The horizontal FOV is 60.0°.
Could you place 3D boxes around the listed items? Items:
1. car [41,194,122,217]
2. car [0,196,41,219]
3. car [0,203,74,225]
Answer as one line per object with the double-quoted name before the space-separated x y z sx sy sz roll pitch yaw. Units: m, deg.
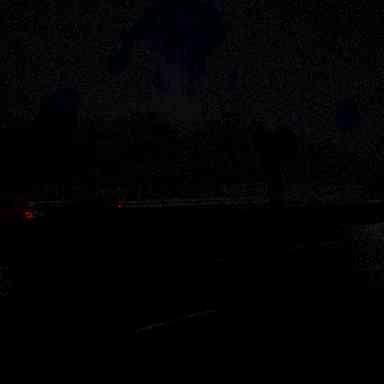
"car" -7.857 1.204 24.047 5.566 2.045 2.150 0 0 -35
"car" -9.804 1.210 14.192 5.566 2.045 2.150 0 0 -36
"car" -11.515 1.585 24.925 4.718 1.301 1.895 0 0 -38
